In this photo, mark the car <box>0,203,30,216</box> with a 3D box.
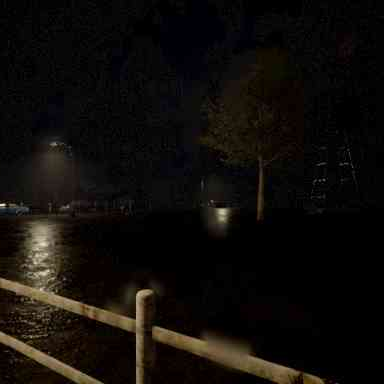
[{"bbox_3d":[-20.707,1.951,36.325,2.033,1.411,5.357,-2,-2,35],"label":"car"}]

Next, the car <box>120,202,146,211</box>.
[{"bbox_3d":[-9.233,2.259,52.274,1.812,1.442,4.674,-2,-2,36],"label":"car"}]

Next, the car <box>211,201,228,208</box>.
[{"bbox_3d":[5.538,2.557,66.508,1.994,1.385,4.181,-2,-2,36],"label":"car"}]

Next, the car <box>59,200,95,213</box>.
[{"bbox_3d":[-15.169,1.912,44.032,2.097,1.767,4.553,-2,-2,36],"label":"car"}]
